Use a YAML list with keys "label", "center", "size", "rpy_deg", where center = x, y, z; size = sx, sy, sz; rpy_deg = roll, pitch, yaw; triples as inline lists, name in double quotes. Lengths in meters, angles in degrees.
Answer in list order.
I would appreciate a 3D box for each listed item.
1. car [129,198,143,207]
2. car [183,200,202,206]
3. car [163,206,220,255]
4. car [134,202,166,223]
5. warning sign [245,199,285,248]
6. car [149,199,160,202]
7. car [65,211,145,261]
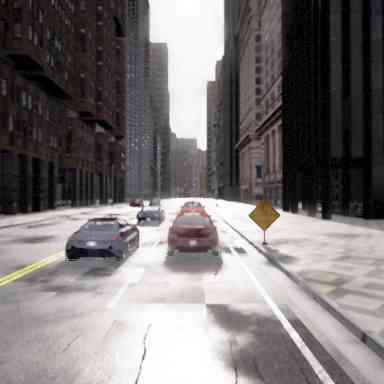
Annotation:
- label: "car"
  center: [-9.780, 1.894, 58.795]
  size: [1.882, 1.535, 5.008]
  rpy_deg: [0, 0, 1]
- label: "car"
  center: [0.052, 1.529, 27.477]
  size: [2.097, 1.767, 4.553]
  rpy_deg: [0, 0, 0]
- label: "car"
  center: [0.058, 1.563, 13.664]
  size: [1.882, 1.535, 5.008]
  rpy_deg: [0, 0, 1]
- label: "car"
  center: [-3.204, 1.775, 26.919]
  size: [1.895, 1.301, 4.718]
  rpy_deg: [0, 0, 1]
- label: "warning sign"
  center: [2.844, 1.196, 13.095]
  size: [1.300, 1.860, 1.060]
  rpy_deg: [-1, -1, 0]
- label: "car"
  center: [-6.529, 1.942, 58.785]
  size: [1.812, 1.442, 4.674]
  rpy_deg: [0, 0, 1]
- label: "car"
  center: [-3.201, 1.644, 12.680]
  size: [1.994, 1.385, 4.181]
  rpy_deg: [0, 0, 0]
